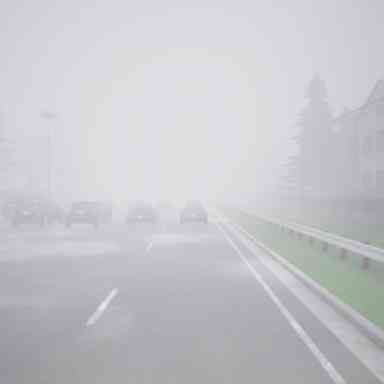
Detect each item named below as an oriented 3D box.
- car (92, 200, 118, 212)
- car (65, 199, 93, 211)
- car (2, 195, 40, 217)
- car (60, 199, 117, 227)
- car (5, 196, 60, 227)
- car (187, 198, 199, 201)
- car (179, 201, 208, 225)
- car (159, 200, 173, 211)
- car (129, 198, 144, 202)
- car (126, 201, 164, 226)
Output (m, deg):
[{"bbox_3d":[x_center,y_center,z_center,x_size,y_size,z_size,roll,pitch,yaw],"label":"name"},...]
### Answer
[{"bbox_3d":[-10.409,1.616,40.268,1.895,1.301,4.718,0,0,0],"label":"car"},{"bbox_3d":[-13.969,1.616,41.517,1.895,1.301,4.718,0,0,1],"label":"car"},{"bbox_3d":[-13.995,1.231,28.610,2.150,2.045,5.566,0,0,0],"label":"car"},{"bbox_3d":[-6.897,1.361,22.759,2.097,1.767,4.553,0,0,0],"label":"car"},{"bbox_3d":[-10.396,1.360,22.921,2.097,1.767,4.553,0,0,0],"label":"car"},{"bbox_3d":[0.099,1.511,43.232,2.128,1.511,4.902,0,0,0],"label":"car"},{"bbox_3d":[0.104,1.574,24.437,1.994,1.385,4.181,0,0,0],"label":"car"},{"bbox_3d":[-3.405,1.618,41.569,1.895,1.301,4.718,0,0,0],"label":"car"},{"bbox_3d":[-6.904,1.509,42.040,2.128,1.511,4.902,0,0,0],"label":"car"},{"bbox_3d":[-3.396,1.574,23.822,1.994,1.385,4.181,0,0,0],"label":"car"}]
